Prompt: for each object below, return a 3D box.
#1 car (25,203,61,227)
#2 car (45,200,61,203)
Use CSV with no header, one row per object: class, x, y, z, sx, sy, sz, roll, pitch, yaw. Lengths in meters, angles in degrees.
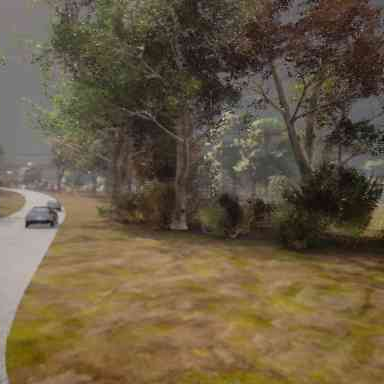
car,-11.256,1.781,24.983,1.994,1.385,4.181,0,0,-19
car,-18.355,1.785,43.943,1.994,1.385,4.181,-1,1,-22
